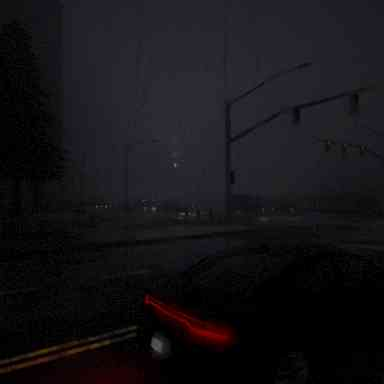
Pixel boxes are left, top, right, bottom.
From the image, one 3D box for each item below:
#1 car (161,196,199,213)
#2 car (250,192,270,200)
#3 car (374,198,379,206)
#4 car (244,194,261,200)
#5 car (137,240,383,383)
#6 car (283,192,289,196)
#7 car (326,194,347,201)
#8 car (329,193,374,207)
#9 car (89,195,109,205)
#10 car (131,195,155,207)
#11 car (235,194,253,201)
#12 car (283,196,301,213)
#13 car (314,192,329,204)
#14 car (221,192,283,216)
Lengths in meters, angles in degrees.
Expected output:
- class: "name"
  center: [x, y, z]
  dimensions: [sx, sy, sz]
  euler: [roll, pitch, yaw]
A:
- class: "car"
  center: [-1.679, 1.480, 36.407]
  dimensions: [1.812, 1.442, 4.674]
  euler: [0, 0, -36]
- class: "car"
  center: [16.804, 1.011, 82.177]
  dimensions: [1.932, 1.855, 4.605]
  euler: [0, 0, -35]
- class: "car"
  center: [24.267, 1.047, 47.454]
  dimensions: [1.905, 1.878, 3.866]
  euler: [0, 0, -35]
- class: "car"
  center: [14.647, 1.228, 80.581]
  dimensions: [1.784, 1.438, 3.905]
  euler: [0, 0, -36]
- class: "car"
  center: [1.652, 1.468, 4.974]
  dimensions: [5.008, 1.535, 1.882]
  euler: [0, 0, -35]
- class: "car"
  center: [16.345, 1.280, 63.254]
  dimensions: [1.970, 1.475, 3.806]
  euler: [0, 0, -35]
- class: "car"
  center: [32.457, 1.202, 74.752]
  dimensions: [1.784, 1.438, 3.905]
  euler: [0, 0, -35]
- class: "car"
  center: [21.878, 1.051, 45.820]
  dimensions: [1.932, 1.855, 4.605]
  euler: [0, 0, -35]
- class: "car"
  center: [-15.622, 1.305, 55.943]
  dimensions: [2.097, 1.767, 4.553]
  euler: [0, 0, -35]
- class: "car"
  center: [-7.388, 1.298, 50.370]
  dimensions: [2.097, 1.767, 4.553]
  euler: [0, 0, -35]
- class: "car"
  center: [12.288, 1.266, 78.903]
  dimensions: [1.970, 1.475, 3.806]
  euler: [0, 0, -36]
- class: "car"
  center: [8.427, 1.443, 34.573]
  dimensions: [1.837, 1.490, 4.892]
  euler: [0, 0, -35]
- class: "car"
  center: [30.059, 0.999, 73.124]
  dimensions: [1.932, 1.855, 4.605]
  euler: [0, 0, -35]
- class: "car"
  center: [5.665, 1.168, 32.136]
  dimensions: [2.150, 2.045, 5.566]
  euler: [0, 0, -36]
